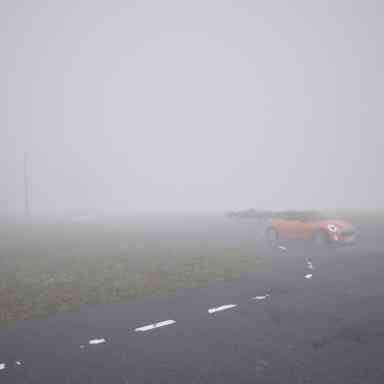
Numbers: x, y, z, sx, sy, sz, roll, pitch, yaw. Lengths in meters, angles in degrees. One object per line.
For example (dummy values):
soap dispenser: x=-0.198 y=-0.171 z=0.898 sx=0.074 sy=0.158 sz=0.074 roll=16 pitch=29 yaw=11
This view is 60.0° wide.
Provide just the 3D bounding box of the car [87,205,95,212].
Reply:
car: x=-21.452 y=3.379 z=68.402 sx=1.994 sy=1.385 sz=4.181 roll=-2 pitch=0 yaw=-35

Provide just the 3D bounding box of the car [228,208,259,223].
car: x=5.406 y=2.099 z=30.540 sx=1.895 sy=1.301 sz=4.718 roll=-2 pitch=0 yaw=-35

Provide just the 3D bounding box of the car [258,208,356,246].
car: x=6.092 y=1.733 z=17.485 sx=2.097 sy=1.767 sz=4.553 roll=-2 pitch=-1 yaw=-35

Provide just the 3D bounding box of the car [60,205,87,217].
car: x=-18.810 y=3.123 z=52.653 sx=2.128 sy=1.511 sz=4.902 roll=-2 pitch=0 yaw=-34
